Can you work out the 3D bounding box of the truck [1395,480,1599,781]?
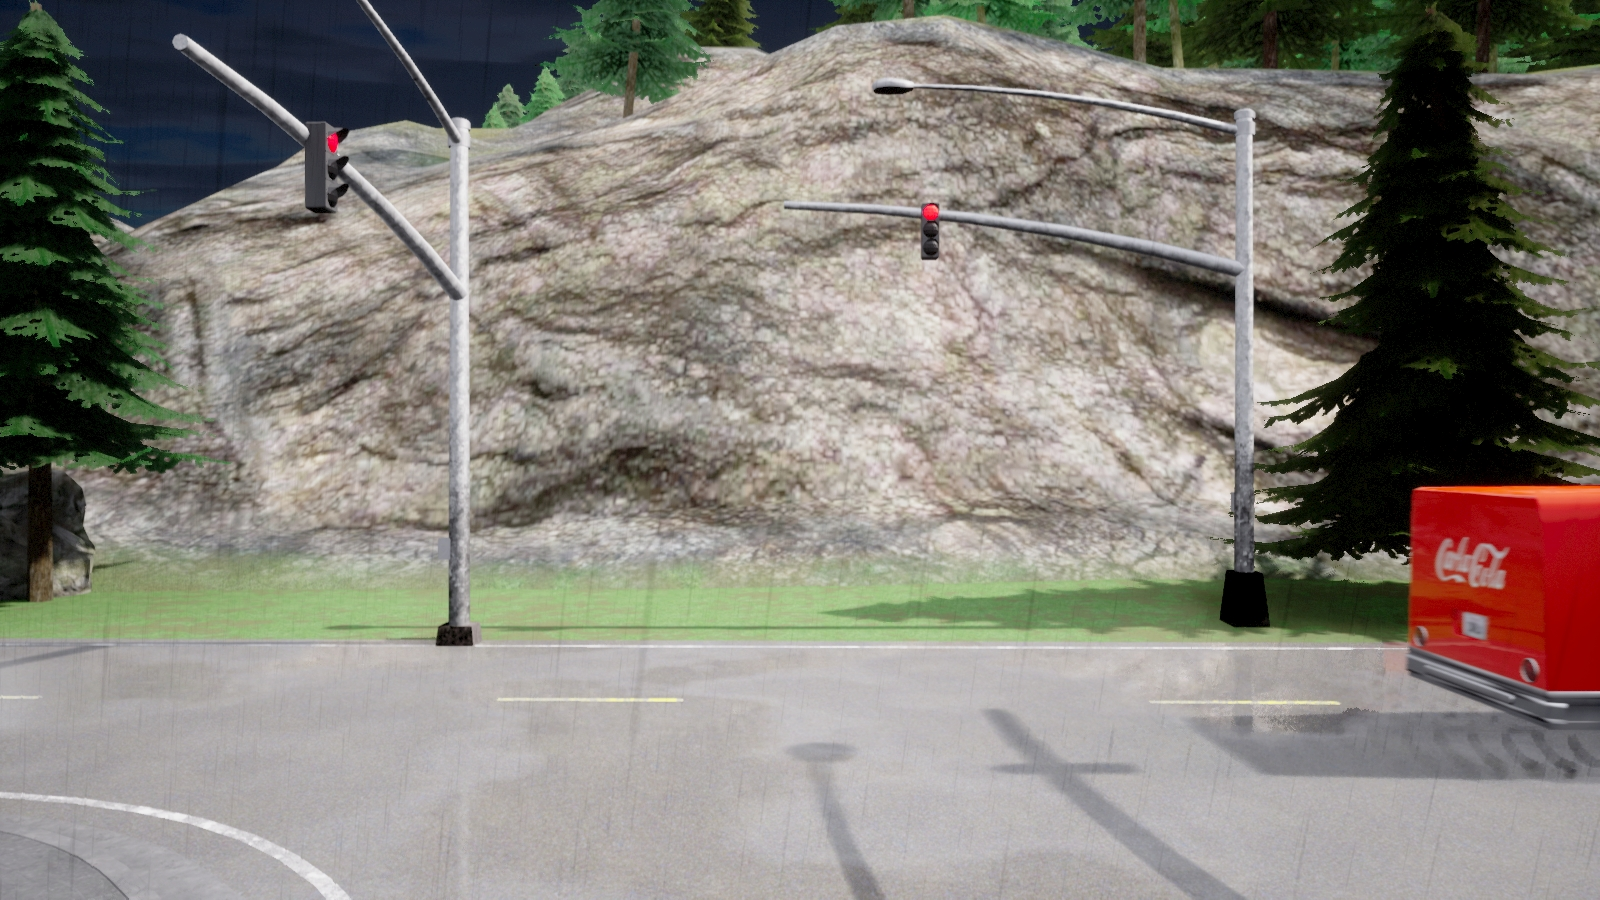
[{"bbox_3d":[8.958,1.552,10.880,5.204,2.467,2.627,0,0,1],"label":"truck"}]
